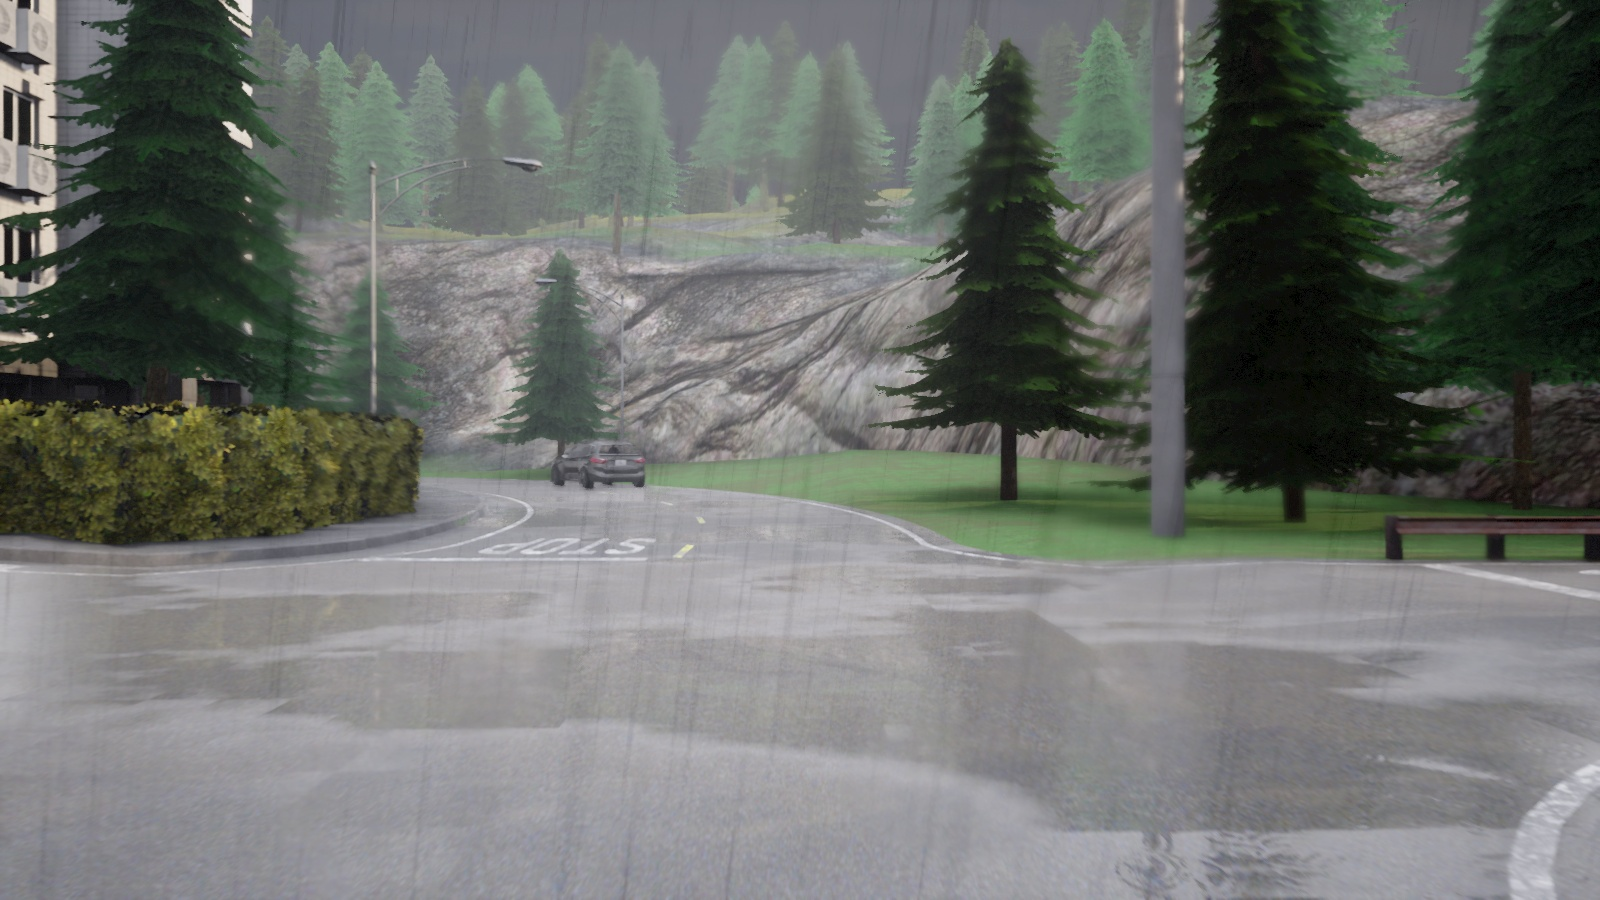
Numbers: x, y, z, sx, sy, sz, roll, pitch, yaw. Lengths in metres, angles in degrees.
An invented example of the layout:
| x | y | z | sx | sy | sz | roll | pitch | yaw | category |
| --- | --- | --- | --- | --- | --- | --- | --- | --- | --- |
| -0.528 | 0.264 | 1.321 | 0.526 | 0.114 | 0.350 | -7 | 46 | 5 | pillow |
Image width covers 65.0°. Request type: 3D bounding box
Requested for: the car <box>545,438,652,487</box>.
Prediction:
| x | y | z | sx | sy | sz | roll | pitch | yaw | category |
| --- | --- | --- | --- | --- | --- | --- | --- | --- | --- |
| -7.270 | 0.404 | 44.910 | 2.242 | 1.667 | 4.611 | 0 | 0 | -30 | car |
